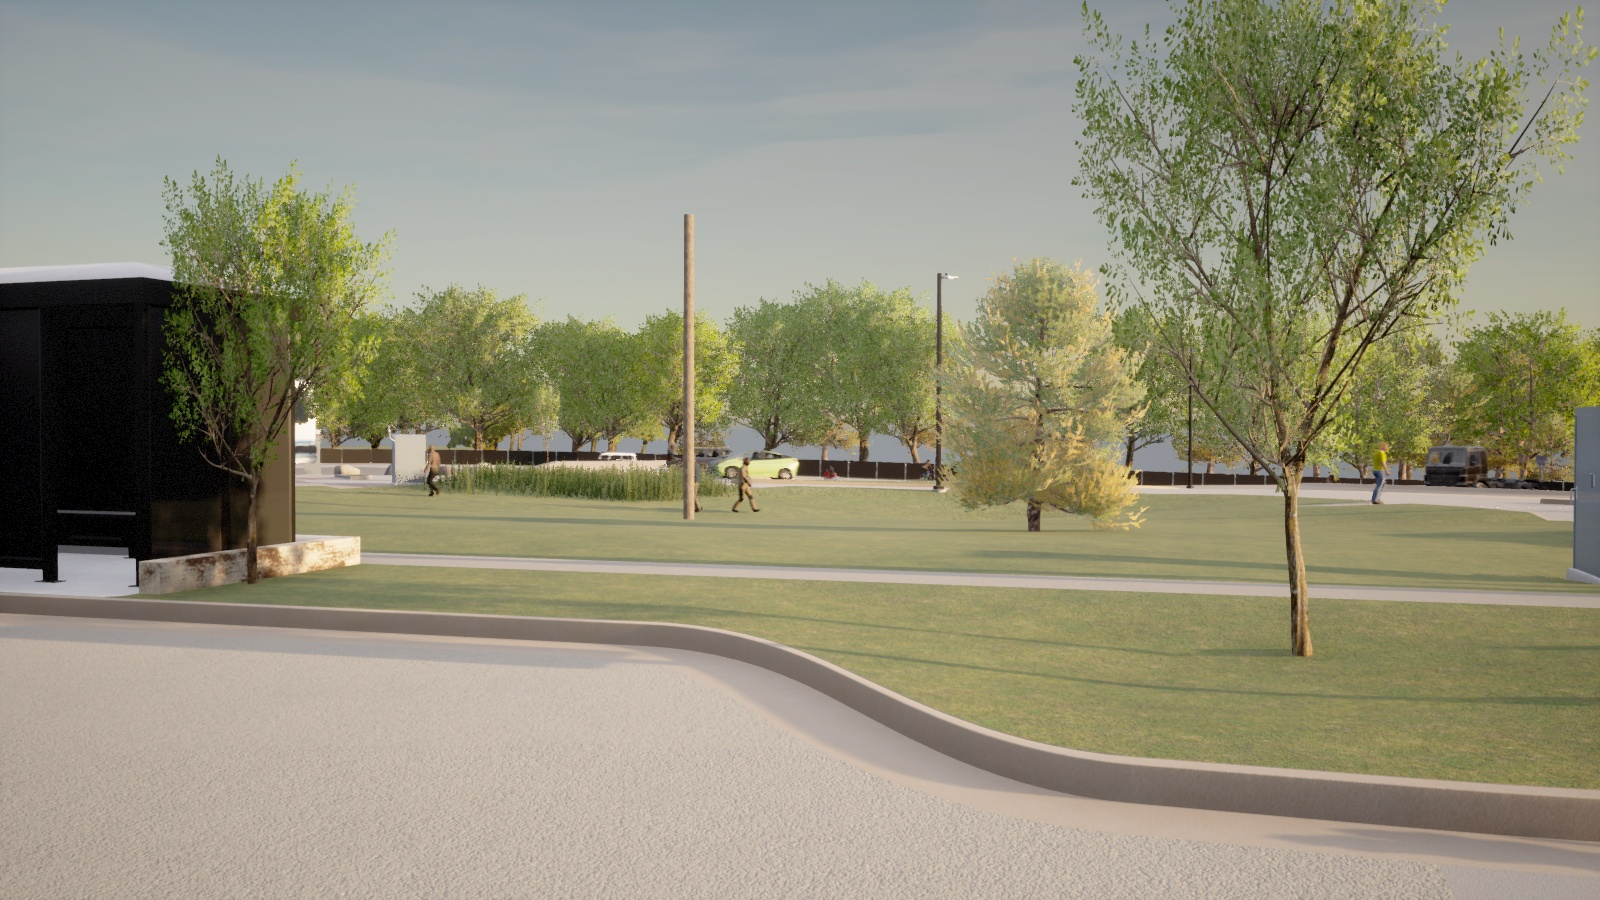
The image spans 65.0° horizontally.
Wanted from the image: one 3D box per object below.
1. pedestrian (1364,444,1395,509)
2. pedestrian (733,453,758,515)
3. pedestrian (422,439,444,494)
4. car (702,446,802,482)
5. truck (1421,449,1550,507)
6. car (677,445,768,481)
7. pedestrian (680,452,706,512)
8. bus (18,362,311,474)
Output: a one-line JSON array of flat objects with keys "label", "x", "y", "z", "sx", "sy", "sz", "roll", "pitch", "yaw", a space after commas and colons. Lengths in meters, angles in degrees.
[{"label": "pedestrian", "x": 16.649, "y": 0.760, "z": 36.067, "sx": 0.706, "sy": 1.836, "sz": 0.354, "roll": 1, "pitch": 1, "yaw": 10}, {"label": "pedestrian", "x": -1.726, "y": 1.066, "z": 39.936, "sx": 0.692, "sy": 1.930, "sz": 0.396, "roll": 1, "pitch": 1, "yaw": 16}, {"label": "pedestrian", "x": -12.319, "y": 0.548, "z": 42.143, "sx": 0.634, "sy": 1.846, "sz": 0.331, "roll": 1, "pitch": 1, "yaw": 24}, {"label": "car", "x": -2.412, "y": 0.701, "z": 62.900, "sx": 4.514, "sy": 1.525, "sz": 2.007, "roll": 3, "pitch": 0, "yaw": -20}, {"label": "truck", "x": 42.512, "y": 1.718, "z": 77.876, "sx": 7.936, "sy": 3.462, "sz": 2.891, "roll": 1, "pitch": 0, "yaw": -26}, {"label": "car", "x": -4.274, "y": 0.715, "z": 69.035, "sx": 4.605, "sy": 1.855, "sz": 1.932, "roll": 1, "pitch": -1, "yaw": -19}, {"label": "pedestrian", "x": -3.338, "y": 0.995, "z": 39.265, "sx": 0.726, "sy": 1.842, "sz": 0.402, "roll": 1, "pitch": 1, "yaw": 12}, {"label": "bus", "x": -26.140, "y": -1.181, "z": 52.041, "sx": 10.273, "sy": 4.253, "sz": 3.944, "roll": 0, "pitch": 0, "yaw": -37}]
